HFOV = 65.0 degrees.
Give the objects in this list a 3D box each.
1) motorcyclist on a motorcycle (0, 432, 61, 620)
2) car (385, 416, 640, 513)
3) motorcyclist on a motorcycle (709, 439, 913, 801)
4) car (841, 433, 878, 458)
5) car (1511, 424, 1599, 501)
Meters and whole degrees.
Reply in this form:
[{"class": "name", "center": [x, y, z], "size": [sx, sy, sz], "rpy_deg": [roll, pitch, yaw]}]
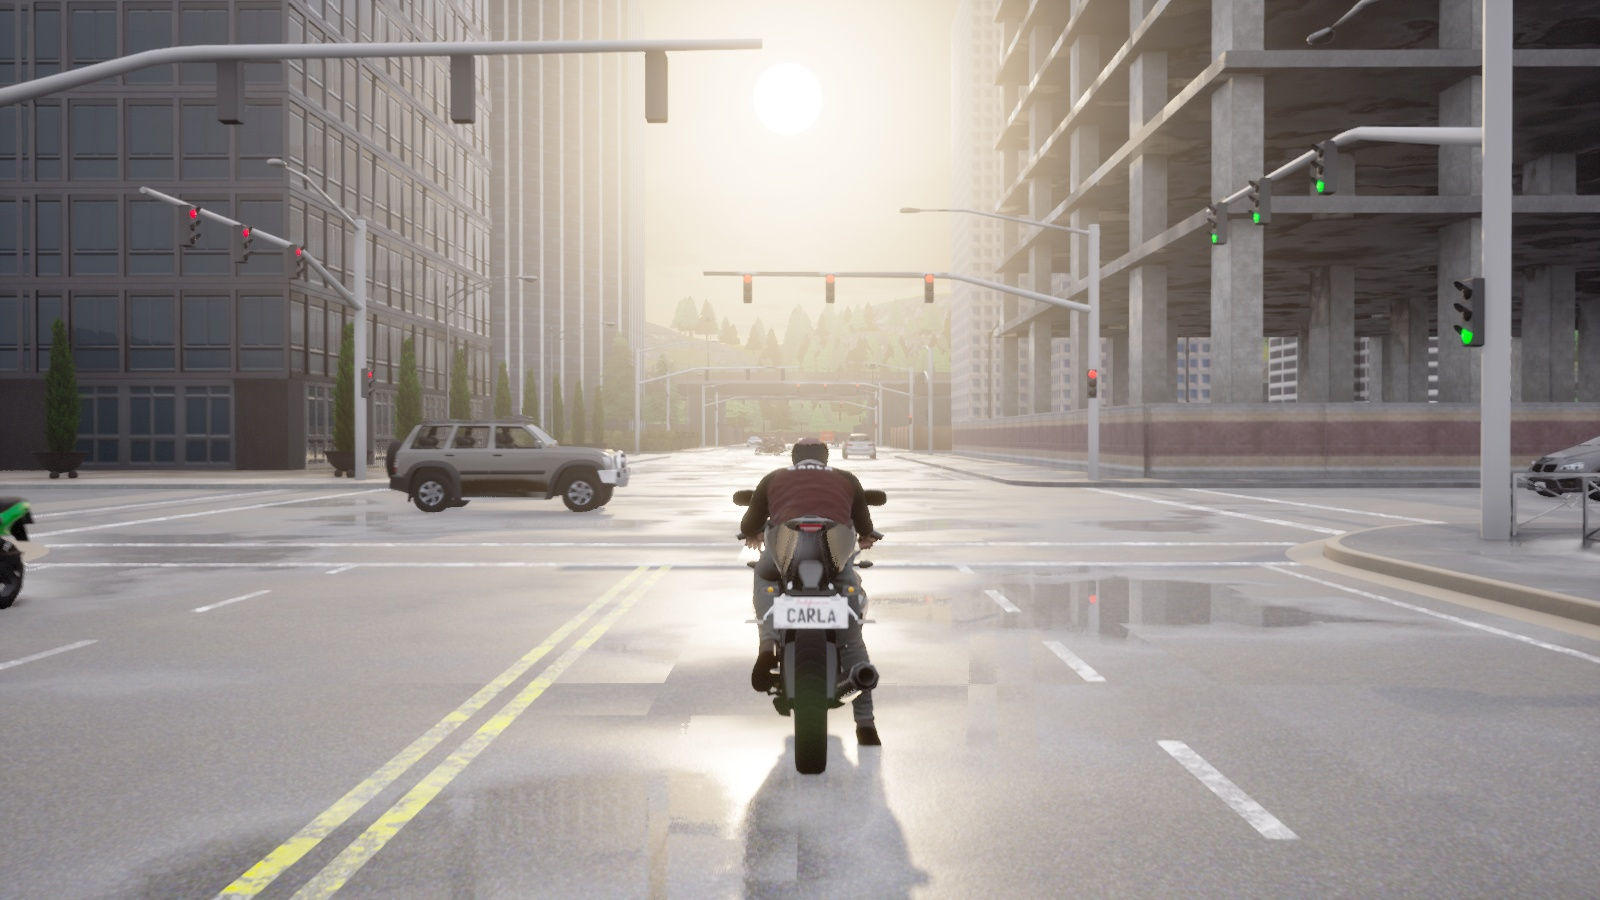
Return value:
[{"class": "motorcyclist on a motorcycle", "center": [-6.877, 0.616, 9.969], "size": [0.797, 1.523, 2.044], "rpy_deg": [0, 1, 1]}, {"class": "car", "center": [-5.574, 0.265, 24.828], "size": [4.605, 1.855, 1.932], "rpy_deg": [0, 1, -1]}, {"class": "motorcyclist on a motorcycle", "center": [0.051, 0.712, 6.422], "size": [0.866, 1.530, 2.191], "rpy_deg": [0, 1, 0]}, {"class": "car", "center": [3.993, -0.312, 85.088], "size": [2.242, 1.667, 4.611], "rpy_deg": [0, 1, 0]}, {"class": "car", "center": [19.061, 0.242, 28.453], "size": [4.611, 1.667, 2.242], "rpy_deg": [-1, 1, 0]}]
